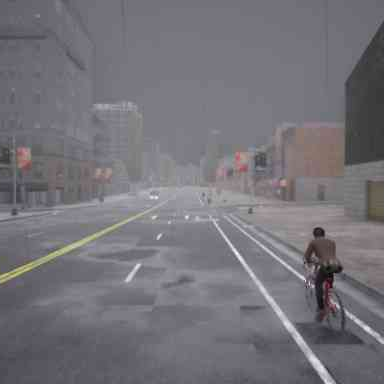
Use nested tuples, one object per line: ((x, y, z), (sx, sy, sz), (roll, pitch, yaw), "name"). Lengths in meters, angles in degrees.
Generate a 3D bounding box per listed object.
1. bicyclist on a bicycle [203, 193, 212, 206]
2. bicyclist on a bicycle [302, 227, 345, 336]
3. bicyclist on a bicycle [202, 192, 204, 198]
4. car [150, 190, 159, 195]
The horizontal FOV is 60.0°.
((2.266, 1.154, 43.758), (0.866, 1.612, 1.509), (2, -2, 0), "bicyclist on a bicycle")
((2.247, 1.447, 5.737), (0.582, 1.620, 1.656), (0, 0, 0), "bicyclist on a bicycle")
((2.241, 0.843, 65.307), (0.659, 1.776, 1.843), (0, 1, 0), "bicyclist on a bicycle")
((-9.763, 0.094, 87.416), (1.994, 1.385, 4.181), (0, 1, 0), "car")
